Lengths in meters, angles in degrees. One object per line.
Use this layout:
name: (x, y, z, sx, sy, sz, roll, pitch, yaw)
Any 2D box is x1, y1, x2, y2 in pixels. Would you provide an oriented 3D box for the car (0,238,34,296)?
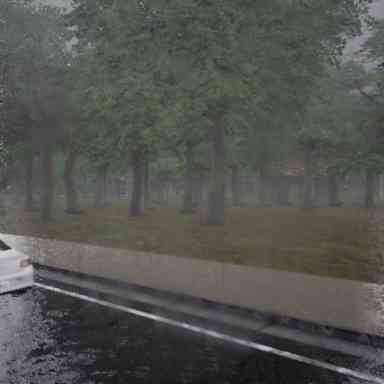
car: (-5.407, 1.591, 7.520, 4.674, 1.442, 1.812, -1, 0, 36)
